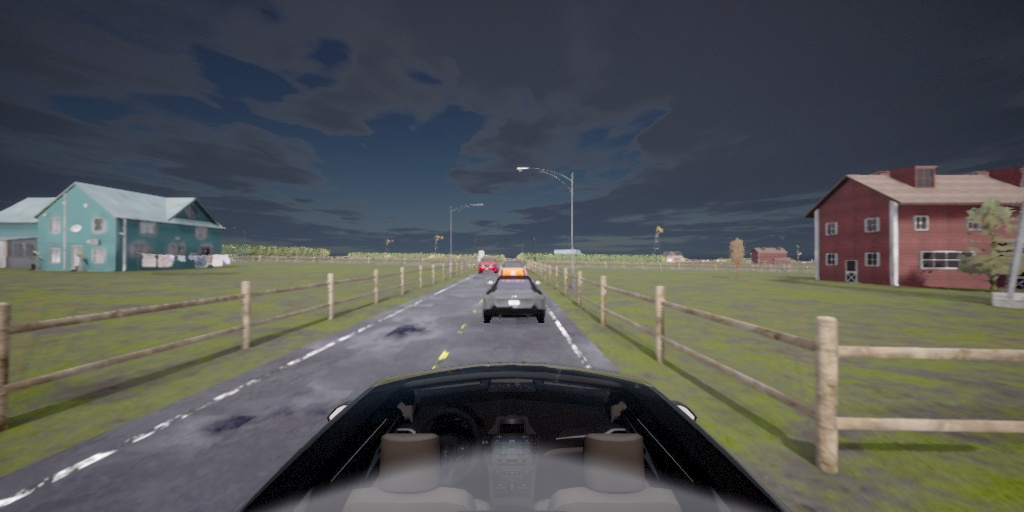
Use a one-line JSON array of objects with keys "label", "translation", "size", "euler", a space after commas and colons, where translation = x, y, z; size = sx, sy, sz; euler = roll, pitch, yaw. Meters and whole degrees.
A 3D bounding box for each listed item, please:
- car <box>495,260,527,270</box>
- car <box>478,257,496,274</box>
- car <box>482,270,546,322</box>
[{"label": "car", "translation": [0.078, 1.176, 27.352], "size": [2.097, 1.767, 4.553], "euler": [0, 0, 0]}, {"label": "car", "translation": [-2.832, 1.096, 43.204], "size": [2.150, 2.045, 5.566], "euler": [0, 0, 0]}, {"label": "car", "translation": [0.075, 1.344, 12.499], "size": [1.994, 1.385, 4.181], "euler": [0, 0, 0]}]
